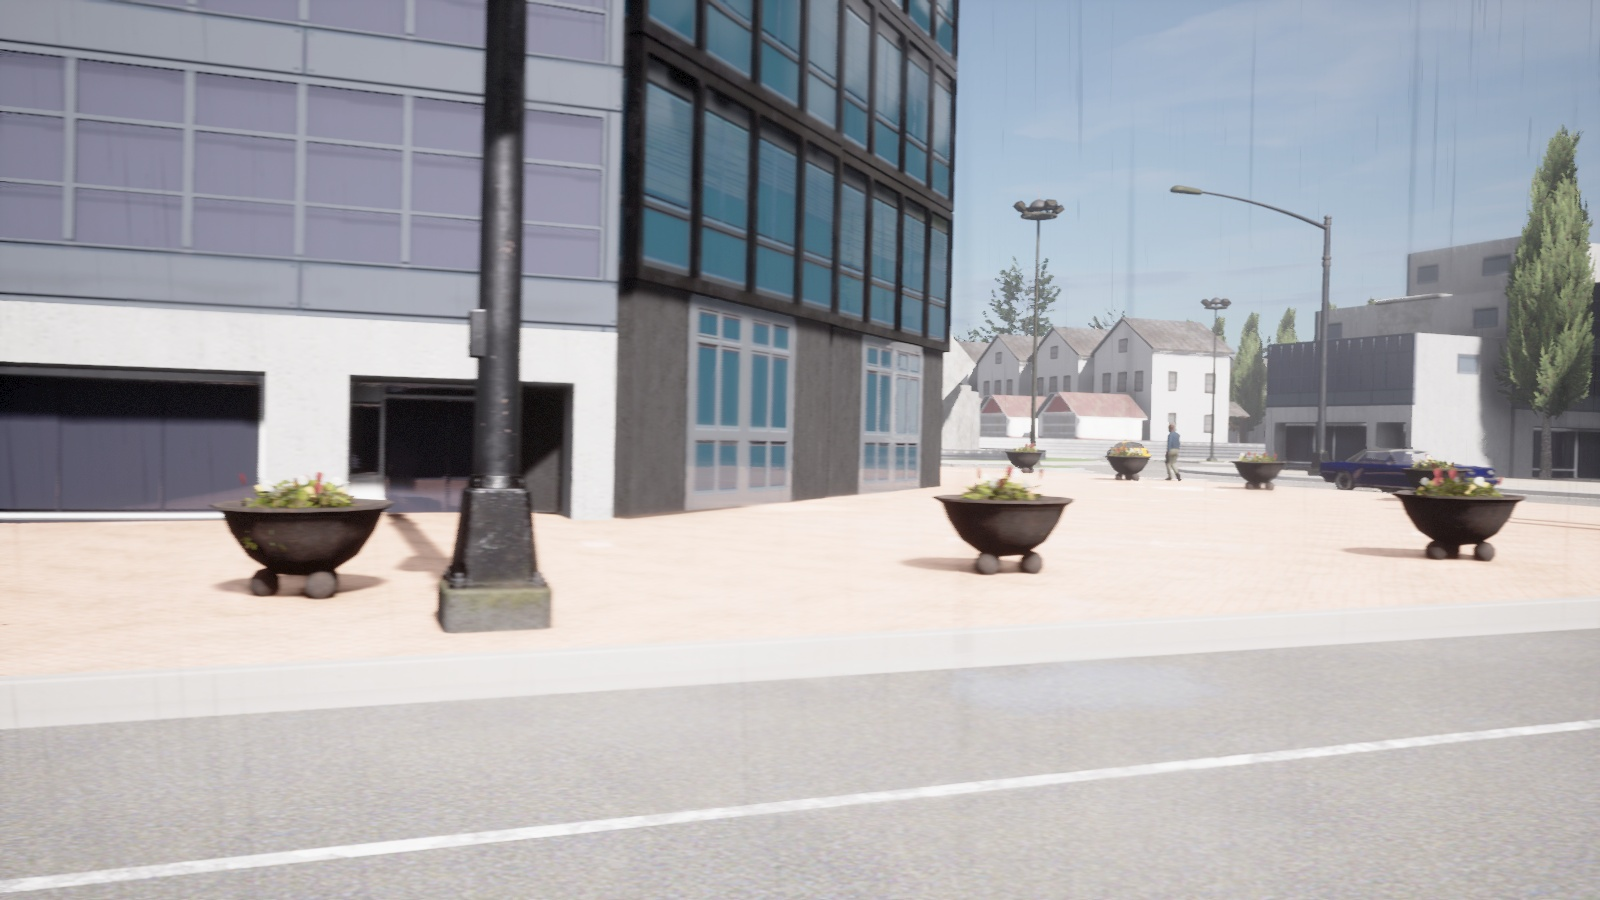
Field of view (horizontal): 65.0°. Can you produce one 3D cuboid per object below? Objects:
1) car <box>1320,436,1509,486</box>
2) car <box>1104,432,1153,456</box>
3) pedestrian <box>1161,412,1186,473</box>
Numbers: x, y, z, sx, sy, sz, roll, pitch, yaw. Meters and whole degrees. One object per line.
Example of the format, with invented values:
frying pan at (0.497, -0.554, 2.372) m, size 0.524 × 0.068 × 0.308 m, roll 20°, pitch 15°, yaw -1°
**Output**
car at (17.042, 0.263, 35.107) m, size 1.895 × 1.301 × 4.718 m, roll 0°, pitch 1°, yaw -20°
car at (22.174, -0.432, 84.907) m, size 1.801 × 1.575 × 5.366 m, roll 0°, pitch 1°, yaw -1°
pedestrian at (11.443, -0.227, 38.469) m, size 0.370 × 1.835 × 0.726 m, roll 0°, pitch 1°, yaw -21°
